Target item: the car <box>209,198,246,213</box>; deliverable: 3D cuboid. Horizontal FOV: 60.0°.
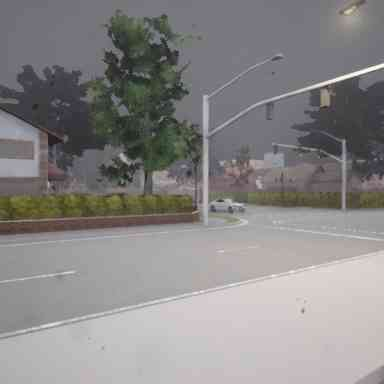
[{"bbox_3d":[3.773,1.430,36.342,1.812,1.442,4.674,0,0,-36],"label":"car"}]
